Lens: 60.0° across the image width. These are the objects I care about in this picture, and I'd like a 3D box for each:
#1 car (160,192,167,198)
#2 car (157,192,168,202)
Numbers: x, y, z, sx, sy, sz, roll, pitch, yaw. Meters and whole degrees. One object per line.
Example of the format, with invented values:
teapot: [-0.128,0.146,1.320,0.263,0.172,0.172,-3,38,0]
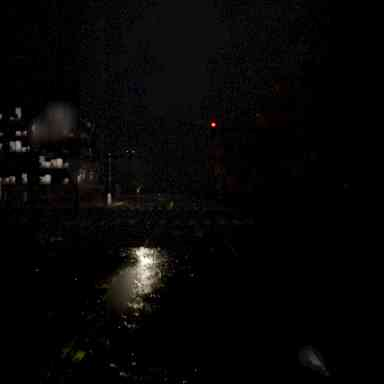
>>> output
car: [-7.375,0.691,86.898,1.837,1.490,4.892,0,0,-5]
car: [-5.055,1.050,57.418,2.033,1.411,5.357,0,1,-4]
